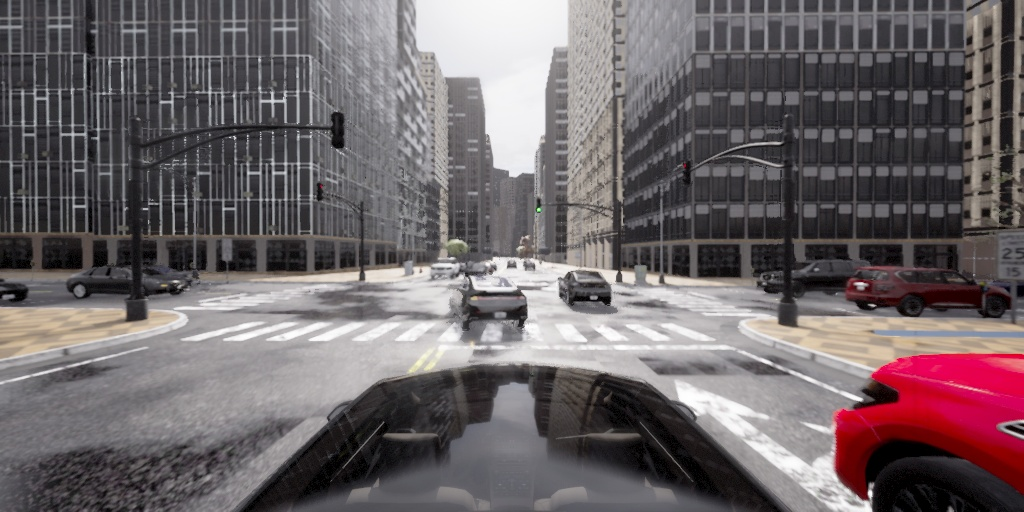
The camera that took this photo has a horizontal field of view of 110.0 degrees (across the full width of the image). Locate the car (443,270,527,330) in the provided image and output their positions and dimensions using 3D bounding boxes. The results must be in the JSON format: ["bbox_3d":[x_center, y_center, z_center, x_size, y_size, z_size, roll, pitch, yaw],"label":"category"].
[{"bbox_3d":[-0.904,1.369,11.655,2.128,1.511,4.902,1,-1,-14],"label":"car"}]

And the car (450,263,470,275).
[{"bbox_3d":[-6.574,1.578,45.853,1.994,1.385,4.181,0,0,0],"label":"car"}]

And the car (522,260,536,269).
[{"bbox_3d":[3.241,1.609,64.535,2.128,1.511,4.902,0,0,0],"label":"car"}]

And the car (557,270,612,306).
[{"bbox_3d":[3.355,1.424,17.105,1.837,1.490,4.892,1,1,0],"label":"car"}]

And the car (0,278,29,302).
[{"bbox_3d":[-22.734,1.272,14.690,4.313,1.339,1.948,0,0,1],"label":"car"}]

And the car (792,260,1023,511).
[{"bbox_3d":[3.351,0.963,0.102,2.150,2.045,5.566,0,0,-1],"label":"car"}]

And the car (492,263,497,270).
[{"bbox_3d":[-3.339,1.573,44.947,1.994,1.385,4.181,0,0,0],"label":"car"}]

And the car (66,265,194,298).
[{"bbox_3d":[-18.411,1.224,17.298,4.892,1.490,1.837,1,1,2],"label":"car"}]

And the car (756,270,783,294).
[{"bbox_3d":[16.841,1.222,19.926,5.566,2.045,2.150,1,1,1],"label":"car"}]

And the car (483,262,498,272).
[{"bbox_3d":[-3.259,1.668,55.239,1.895,1.301,4.718,0,0,0],"label":"car"}]

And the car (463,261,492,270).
[{"bbox_3d":[-3.345,1.432,35.362,1.882,1.535,5.008,0,0,0],"label":"car"}]

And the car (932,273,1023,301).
[{"bbox_3d":[26.656,1.686,19.771,4.718,1.301,1.895,0,1,1],"label":"car"}]

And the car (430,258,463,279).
[{"bbox_3d":[-6.595,1.179,35.815,2.150,2.045,5.566,0,0,0],"label":"car"}]
